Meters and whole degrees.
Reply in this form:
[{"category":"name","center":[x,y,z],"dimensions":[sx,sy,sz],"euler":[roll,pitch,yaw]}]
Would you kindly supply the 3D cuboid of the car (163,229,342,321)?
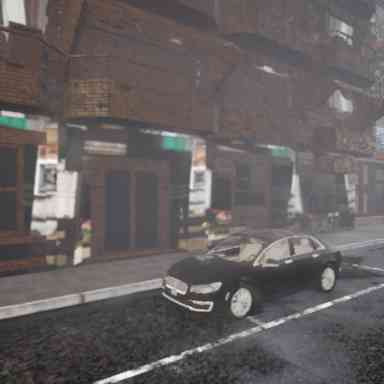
[{"category":"car","center":[1.468,1.519,7.129],"dimensions":[4.403,1.369,2.008],"euler":[0,1,-35]}]
